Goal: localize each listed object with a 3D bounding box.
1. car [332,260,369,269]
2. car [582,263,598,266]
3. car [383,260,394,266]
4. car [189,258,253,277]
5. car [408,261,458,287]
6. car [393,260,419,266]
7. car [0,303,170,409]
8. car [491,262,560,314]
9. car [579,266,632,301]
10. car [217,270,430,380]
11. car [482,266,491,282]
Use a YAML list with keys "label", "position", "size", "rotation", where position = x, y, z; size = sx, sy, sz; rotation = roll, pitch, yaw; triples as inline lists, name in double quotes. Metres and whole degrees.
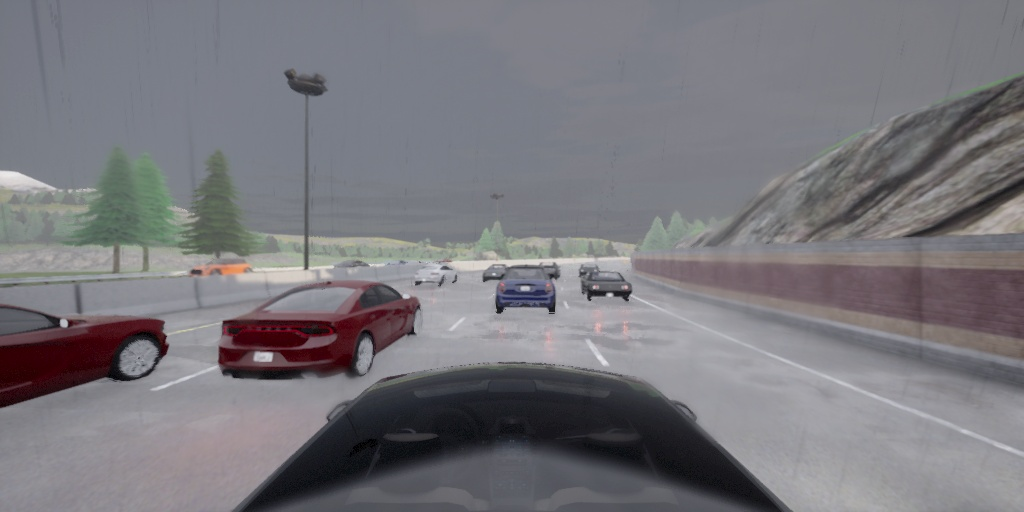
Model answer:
- label: "car"
  position: [-19.354, 1.224, 43.129]
  size: [1.837, 1.490, 4.892]
  rotation: [0, -1, 15]
- label: "car"
  position: [7.564, 1.371, 34.820]
  size: [1.895, 1.301, 4.718]
  rotation: [0, 0, 14]
- label: "car"
  position: [-14.830, 1.253, 46.351]
  size: [1.812, 1.442, 4.674]
  rotation: [0, 0, 16]
- label: "car"
  position: [-25.467, 1.056, 31.529]
  size: [2.097, 1.767, 4.553]
  rotation: [0, 0, 10]
- label: "car"
  position: [-5.165, 1.269, 24.728]
  size: [1.812, 1.442, 4.674]
  rotation: [0, 0, 9]
- label: "car"
  position: [-11.986, 1.258, 43.548]
  size: [1.812, 1.442, 4.674]
  rotation: [0, 0, 16]
- label: "car"
  position: [-6.862, 1.214, 4.105]
  size: [1.882, 1.535, 5.008]
  rotation: [0, 0, 0]
- label: "car"
  position: [0.611, 1.105, 14.065]
  size: [2.097, 1.767, 4.553]
  rotation: [0, 0, 5]
- label: "car"
  position: [4.407, 1.362, 17.449]
  size: [1.895, 1.301, 4.718]
  rotation: [0, 0, 6]
- label: "car"
  position: [-3.306, 1.222, 7.340]
  size: [1.882, 1.535, 5.008]
  rotation: [0, 0, 1]
- label: "car"
  position: [-0.960, 1.316, 28.437]
  size: [1.994, 1.385, 4.181]
  rotation: [0, 0, 11]
